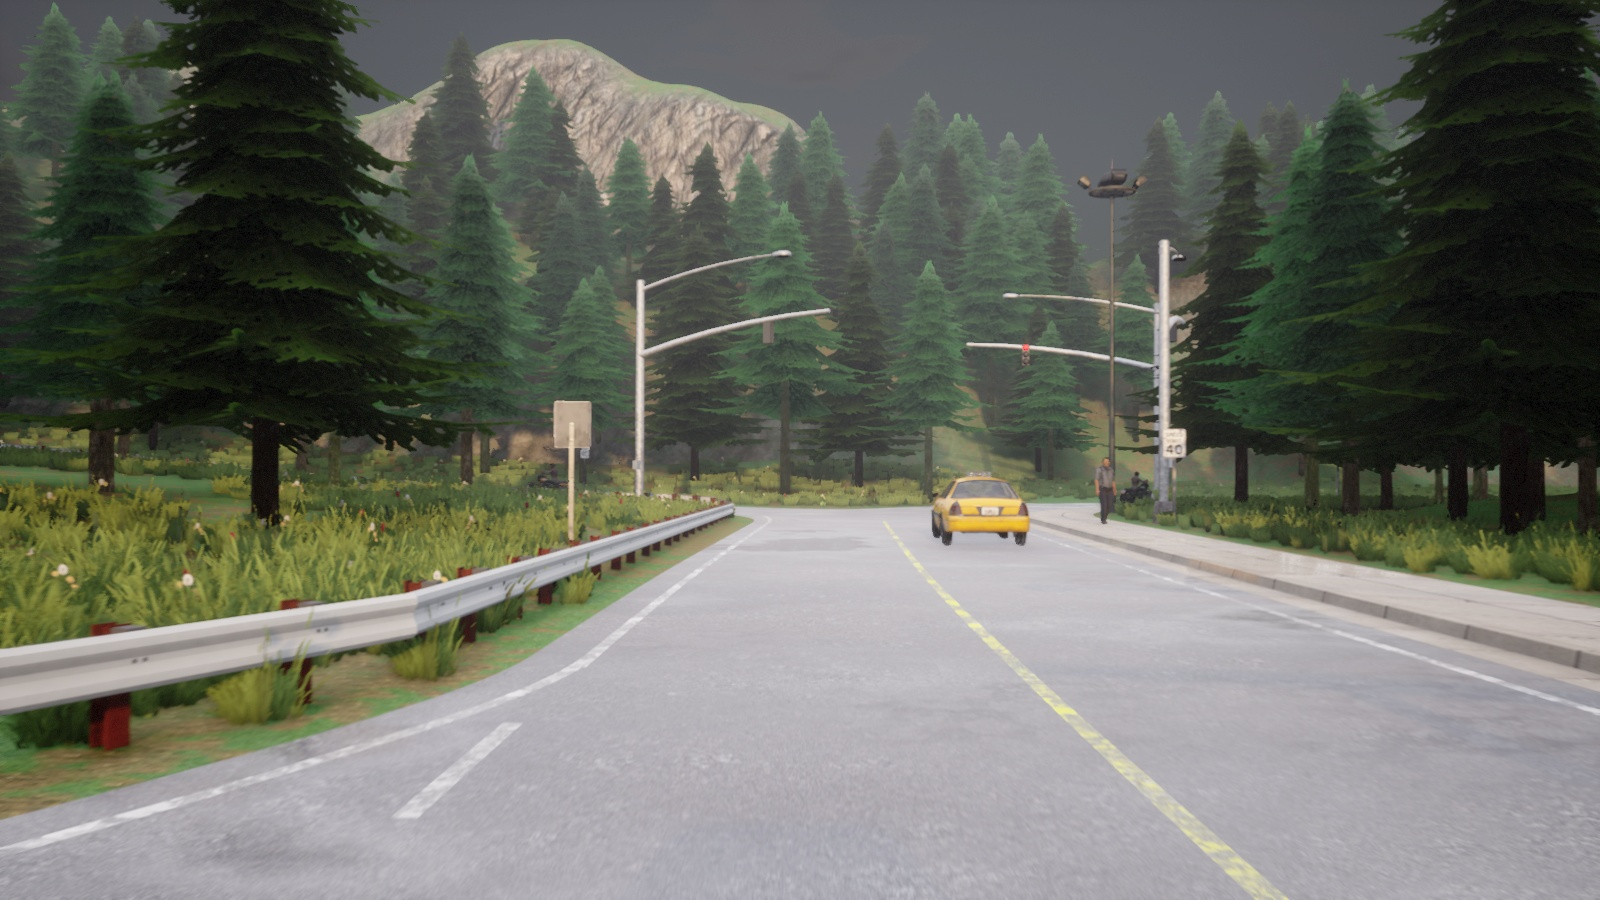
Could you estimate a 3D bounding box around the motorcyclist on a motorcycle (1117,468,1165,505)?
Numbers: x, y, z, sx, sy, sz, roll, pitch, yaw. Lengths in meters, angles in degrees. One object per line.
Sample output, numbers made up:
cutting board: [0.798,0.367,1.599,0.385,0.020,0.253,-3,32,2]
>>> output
motorcyclist on a motorcycle: [15.639,1.665,57.603,2.350,1.649,0.766,1,0,-34]

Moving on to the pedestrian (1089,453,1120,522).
pedestrian: [8.236,1.012,33.998,0.540,1.848,0.694,0,-1,-12]

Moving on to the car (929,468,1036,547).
car: [3.969,1.208,28.103,1.801,1.575,5.366,0,-1,2]

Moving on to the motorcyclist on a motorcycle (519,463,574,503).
motorcyclist on a motorcycle: [-11.212,1.456,55.533,2.350,1.649,0.766,2,0,23]
